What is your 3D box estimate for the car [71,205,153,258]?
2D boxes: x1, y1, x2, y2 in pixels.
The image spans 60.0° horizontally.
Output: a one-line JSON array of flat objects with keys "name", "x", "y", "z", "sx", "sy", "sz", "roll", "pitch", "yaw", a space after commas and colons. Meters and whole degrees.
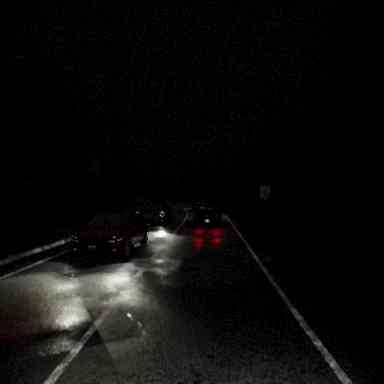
[{"name": "car", "x": -3.025, "y": 1.476, "z": 13.066, "sx": 1.882, "sy": 1.535, "sz": 5.008, "roll": 0, "pitch": 0, "yaw": 4}]

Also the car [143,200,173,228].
[{"name": "car", "x": -2.509, "y": 1.349, "z": 22.218, "sx": 2.097, "sy": 1.767, "sz": 4.553, "roll": 0, "pitch": 0, "yaw": 3}]

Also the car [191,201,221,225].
[{"name": "car", "x": 1.096, "y": 1.592, "z": 23.994, "sx": 1.895, "sy": 1.301, "sz": 4.718, "roll": 0, "pitch": 0, "yaw": 3}]

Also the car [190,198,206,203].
[{"name": "car", "x": 0.937, "y": 1.510, "z": 42.280, "sx": 1.837, "sy": 1.490, "sz": 4.892, "roll": 1, "pitch": 0, "yaw": -3}]
